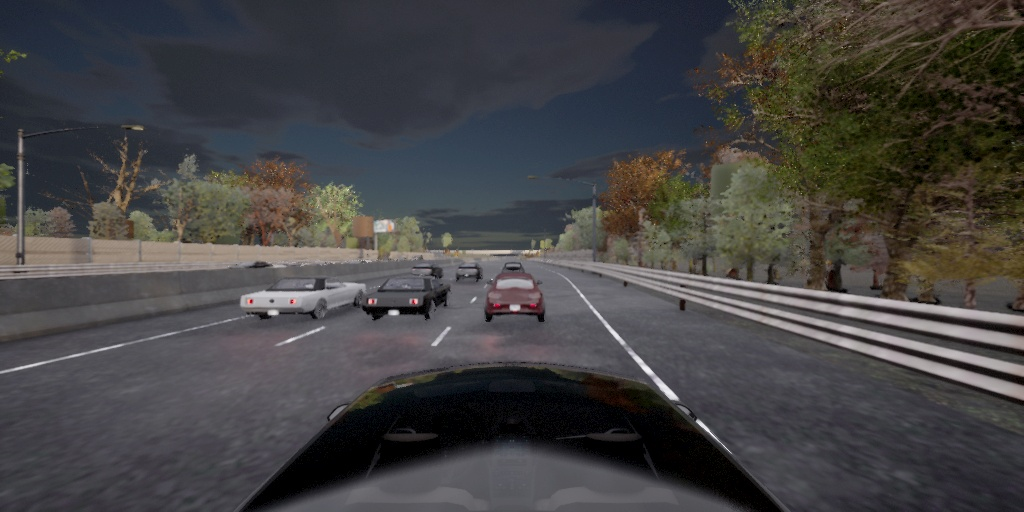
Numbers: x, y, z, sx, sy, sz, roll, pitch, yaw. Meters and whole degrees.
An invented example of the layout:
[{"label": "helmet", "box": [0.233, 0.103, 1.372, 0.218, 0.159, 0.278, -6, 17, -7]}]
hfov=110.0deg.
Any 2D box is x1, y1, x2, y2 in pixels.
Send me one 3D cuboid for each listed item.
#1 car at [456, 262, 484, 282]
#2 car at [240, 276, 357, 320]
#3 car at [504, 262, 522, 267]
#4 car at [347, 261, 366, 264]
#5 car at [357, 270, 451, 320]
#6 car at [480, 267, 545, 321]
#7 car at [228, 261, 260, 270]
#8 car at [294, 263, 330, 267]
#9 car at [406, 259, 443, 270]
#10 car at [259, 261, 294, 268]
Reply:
[{"label": "car", "box": [-3.401, 1.249, 29.359, 2.128, 1.511, 4.902, 0, 0, 0]}, {"label": "car", "box": [-6.906, 1.351, 12.611, 1.895, 1.301, 4.718, 0, 0, 0]}, {"label": "car", "box": [0.099, 1.264, 29.360, 1.837, 1.490, 4.892, 0, 0, 0]}, {"label": "car", "box": [-17.580, 1.272, 40.141, 1.837, 1.490, 4.892, 0, 0, 0]}, {"label": "car", "box": [-3.406, 1.352, 12.585, 1.895, 1.301, 4.718, 0, 0, 0]}, {"label": "car", "box": [0.091, 1.276, 12.383, 1.812, 1.442, 4.674, 0, 0, 0]}, {"label": "car", "box": [-28.001, 1.242, 38.557, 1.882, 1.535, 5.008, 0, 0, -1]}, {"label": "car", "box": [-21.083, 1.366, 38.960, 1.895, 1.301, 4.718, 0, 0, 0]}, {"label": "car", "box": [-6.901, 1.249, 29.366, 2.128, 1.511, 4.902, 0, 0, 0]}, {"label": "car", "box": [-24.583, 1.366, 38.949, 1.895, 1.301, 4.718, 0, 0, 0]}]
